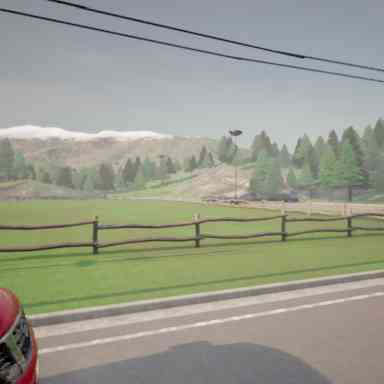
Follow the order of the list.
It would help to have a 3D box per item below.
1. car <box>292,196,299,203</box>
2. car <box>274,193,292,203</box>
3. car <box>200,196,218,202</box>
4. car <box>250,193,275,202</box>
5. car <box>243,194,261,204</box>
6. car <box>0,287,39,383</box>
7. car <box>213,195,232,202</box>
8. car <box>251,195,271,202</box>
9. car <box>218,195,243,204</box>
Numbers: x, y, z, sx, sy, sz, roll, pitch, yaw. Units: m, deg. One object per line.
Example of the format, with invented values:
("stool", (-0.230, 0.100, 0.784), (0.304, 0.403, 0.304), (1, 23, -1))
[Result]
("car", (20.448, 1.510, 70.277), (1.837, 1.490, 4.892), (0, 0, -23))
("car", (17.343, 1.233, 68.629), (2.150, 2.045, 5.566), (0, 0, -23))
("car", (3.605, 1.488, 74.292), (2.033, 1.411, 5.357), (0, 0, -23))
("car", (13.988, 1.498, 67.579), (2.128, 1.511, 4.902), (0, 0, -23))
("car", (10.846, 1.552, 66.136), (2.033, 1.411, 5.357), (0, 0, -22))
("car", (-3.931, 1.218, 1.898), (5.566, 2.045, 2.150), (0, 0, -23))
("car", (6.836, 1.490, 75.639), (2.033, 1.411, 5.357), (0, 0, -23))
("car", (16.528, 1.490, 79.678), (2.033, 1.411, 5.357), (0, 0, -23))
("car", (7.510, 1.566, 65.058), (1.994, 1.385, 4.181), (0, 0, -22))
